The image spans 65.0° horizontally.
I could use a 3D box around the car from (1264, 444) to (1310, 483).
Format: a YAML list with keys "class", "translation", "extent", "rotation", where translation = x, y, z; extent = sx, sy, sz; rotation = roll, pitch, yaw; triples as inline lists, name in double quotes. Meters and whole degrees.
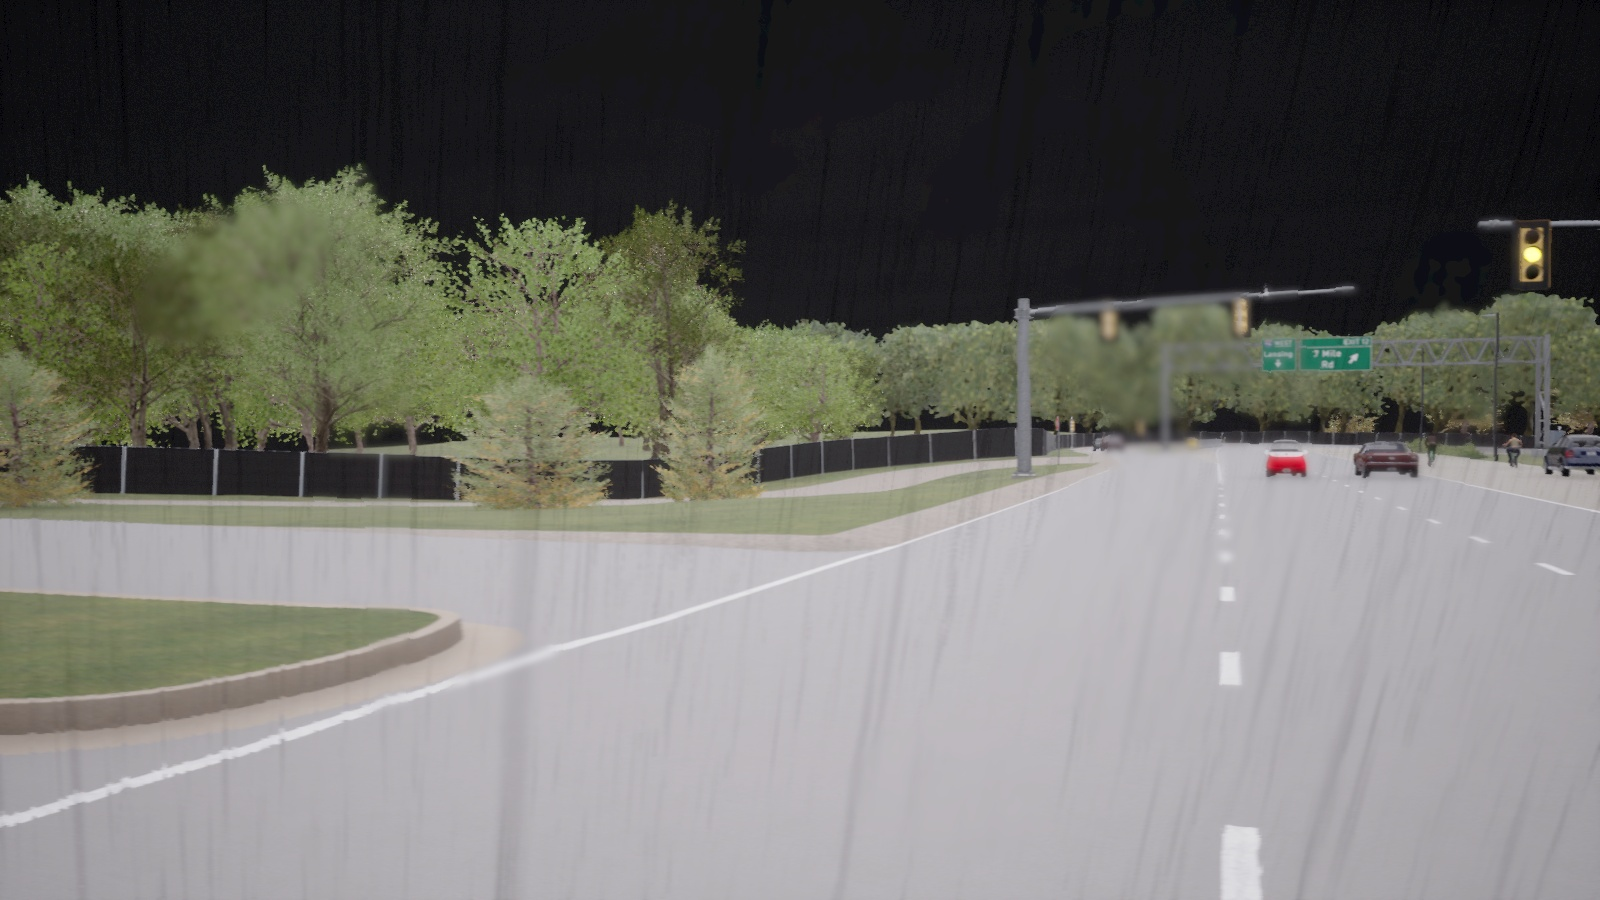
- class: "car"
  translation: [17.977, 0.475, 46.456]
  extent: [1.481, 1.376, 2.207]
  rotation: [0, 1, 19]

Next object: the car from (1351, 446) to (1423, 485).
- class: "car"
  translation: [21.762, 0.533, 46.733]
  extent: [1.895, 1.301, 4.718]
  rotation: [0, 1, 19]

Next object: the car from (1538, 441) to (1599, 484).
- class: "car"
  translation: [29.445, 0.435, 47.613]
  extent: [1.789, 1.549, 3.705]
  rotation: [0, 1, 19]
